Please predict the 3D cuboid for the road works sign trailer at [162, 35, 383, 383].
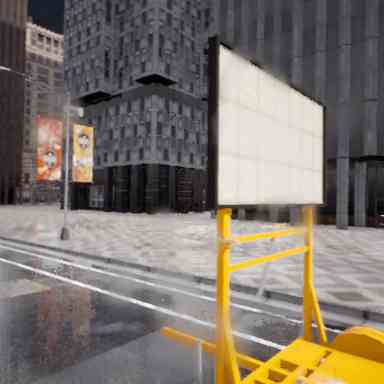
[{"bbox_3d":[0.727,0.553,3.549,2.880,3.560,2.380,0,-2,41],"label":"road works sign trailer"}]
